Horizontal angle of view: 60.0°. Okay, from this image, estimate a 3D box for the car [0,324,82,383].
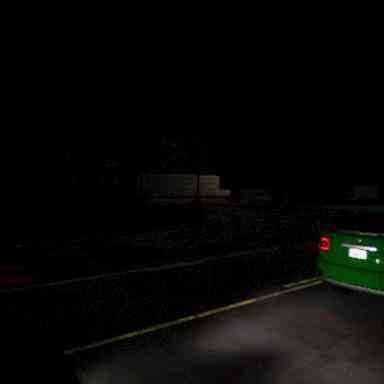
[{"bbox_3d":[-2.953,1.609,1.647,4.718,1.301,1.895,0,0,-35],"label":"car"}]

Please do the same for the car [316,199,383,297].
[{"bbox_3d":[5.116,1.181,7.497,5.566,2.045,2.150,0,0,-36],"label":"car"}]
